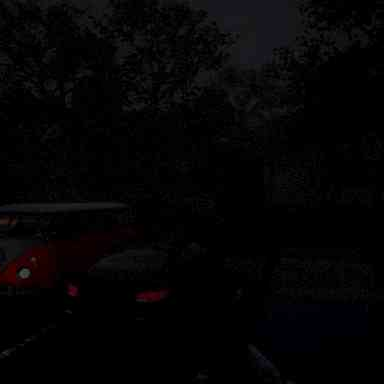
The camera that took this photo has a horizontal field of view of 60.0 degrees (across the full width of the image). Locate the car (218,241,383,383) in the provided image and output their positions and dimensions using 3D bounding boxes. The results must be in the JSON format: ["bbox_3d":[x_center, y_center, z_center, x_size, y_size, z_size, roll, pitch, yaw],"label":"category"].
[{"bbox_3d":[1.821,1.524,4.766,2.002,1.452,4.674,1,0,16],"label":"car"}]

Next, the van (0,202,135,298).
[{"bbox_3d":[-3.037,1.246,8.079,1.878,1.987,4.442,1,-1,15],"label":"van"}]

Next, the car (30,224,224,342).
[{"bbox_3d":[-0.581,1.518,6.486,2.002,1.452,4.674,0,-1,15],"label":"car"}]
